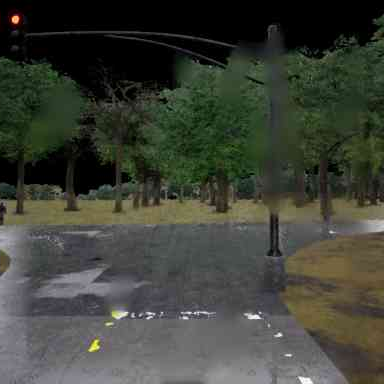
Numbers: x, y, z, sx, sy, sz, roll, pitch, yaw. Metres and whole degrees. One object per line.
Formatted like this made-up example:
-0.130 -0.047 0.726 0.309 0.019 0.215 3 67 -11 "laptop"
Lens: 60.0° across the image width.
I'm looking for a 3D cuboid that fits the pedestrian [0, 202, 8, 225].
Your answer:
-15.242 1.718 26.758 0.375 1.860 0.375 0 -1 0 "pedestrian"
